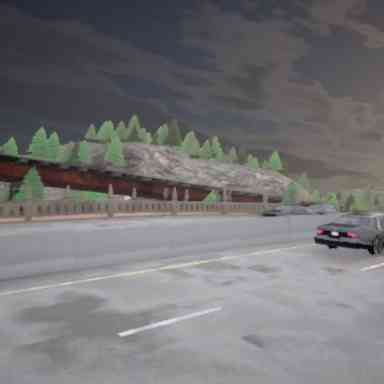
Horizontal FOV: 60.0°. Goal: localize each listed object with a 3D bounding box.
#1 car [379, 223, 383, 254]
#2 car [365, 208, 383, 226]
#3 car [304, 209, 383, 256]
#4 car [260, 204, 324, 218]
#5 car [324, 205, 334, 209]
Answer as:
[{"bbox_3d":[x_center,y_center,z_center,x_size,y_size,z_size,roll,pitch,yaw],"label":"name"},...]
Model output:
[{"bbox_3d":[7.076,1.530,8.793,4.181,1.385,1.994,0,0,-35],"label":"car"},{"bbox_3d":[17.296,2.278,29.219,4.181,1.385,1.994,5,-3,-35],"label":"car"},{"bbox_3d":[7.024,1.523,13.056,5.357,1.411,2.033,1,0,-35],"label":"car"},{"bbox_3d":[7.925,1.738,26.841,5.357,1.411,2.033,3,-2,-35],"label":"car"},{"bbox_3d":[13.261,2.069,34.937,4.553,1.767,2.097,5,-3,-35],"label":"car"}]
